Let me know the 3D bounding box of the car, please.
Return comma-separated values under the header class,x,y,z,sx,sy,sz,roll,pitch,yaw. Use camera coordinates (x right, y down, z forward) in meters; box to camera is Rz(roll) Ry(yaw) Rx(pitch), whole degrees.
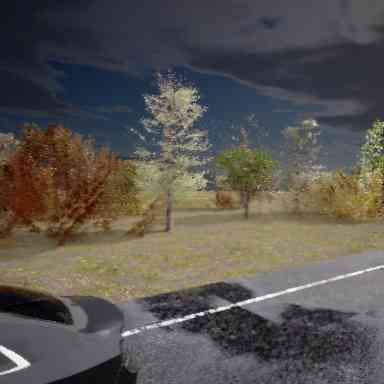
class,x,y,z,sx,sy,sz,roll,pitch,yaw
car,-2.744,1.502,2.031,4.892,1.490,1.837,0,0,-35
